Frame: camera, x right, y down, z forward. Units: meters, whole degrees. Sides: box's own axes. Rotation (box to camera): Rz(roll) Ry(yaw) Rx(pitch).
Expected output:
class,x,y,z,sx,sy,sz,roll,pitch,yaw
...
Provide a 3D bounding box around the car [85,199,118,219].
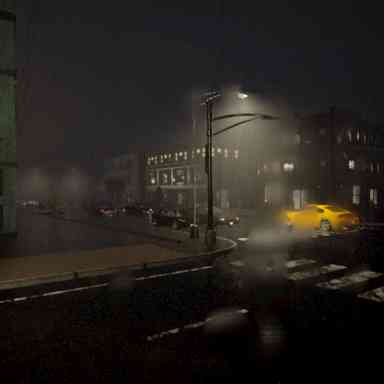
class,x,y,z,sx,sy,sz,roll,pitch,yaw
car,-9.215,1.846,34.589,1.967,1.590,4.097,-1,0,-36

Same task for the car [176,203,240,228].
class,x,y,z,sx,sy,sz,roll,pitch,yaw
car,1.112,1.765,24.612,2.033,1.411,5.357,-1,0,-36

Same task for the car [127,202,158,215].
class,x,y,z,sx,sy,sz,roll,pitch,yaw
car,-6.069,1.941,40.159,1.994,1.385,4.181,-1,0,-36

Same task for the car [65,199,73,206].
class,x,y,z,sx,sy,sz,roll,pitch,yaw
car,-28.145,2.363,75.489,1.947,1.339,4.313,-1,0,-36

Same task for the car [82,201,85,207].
class,x,y,z,sx,sy,sz,roll,pitch,yaw
car,-12.259,2.079,43.349,1.895,1.301,4.718,-1,0,-35

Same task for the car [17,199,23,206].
class,x,y,z,sx,sy,sz,roll,pitch,yaw
car,-38.183,2.379,75.116,1.967,1.590,4.097,-1,0,-36

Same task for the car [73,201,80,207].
class,x,y,z,sx,sy,sz,roll,pitch,yaw
car,-21.708,2.226,66.482,1.887,1.381,4.507,-1,0,-36

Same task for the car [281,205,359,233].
class,x,y,z,sx,sy,sz,roll,pitch,yaw
car,7.691,1.564,20.594,1.882,1.535,5.008,0,-1,-29

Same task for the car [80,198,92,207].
class,x,y,z,sx,sy,sz,roll,pitch,yaw
car,-18.495,1.939,61.979,2.192,1.841,5.009,-1,0,-36

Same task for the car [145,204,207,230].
class,x,y,z,sx,sy,sz,roll,pitch,yaw
car,-1.242,1.814,23.229,1.947,1.339,4.313,-2,0,-36

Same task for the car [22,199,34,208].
class,x,y,z,sx,sy,sz,roll,pitch,yaw
car,-31.744,2.375,66.111,2.008,1.369,4.403,-1,0,-36

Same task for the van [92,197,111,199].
class,x,y,z,sx,sy,sz,roll,pitch,yaw
van,-15.275,1.906,57.476,1.690,1.788,3.998,-1,0,-36

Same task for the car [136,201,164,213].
class,x,y,z,sx,sy,sz,roll,pitch,yaw
car,-5.613,1.965,43.967,1.802,1.307,4.206,-2,0,-36

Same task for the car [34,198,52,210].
class,x,y,z,sx,sy,sz,roll,pitch,yaw
car,-25.207,2.232,56.966,1.752,1.417,4.829,-1,0,-36

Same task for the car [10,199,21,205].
class,x,y,z,sx,sy,sz,roll,pitch,yaw
car,-44.618,2.597,84.122,1.887,1.381,4.507,-1,0,-36

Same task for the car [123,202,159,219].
class,x,y,z,sx,sy,sz,roll,pitch,yaw
car,-5.243,1.835,33.505,2.128,1.511,4.902,-1,0,-36

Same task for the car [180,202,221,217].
class,x,y,z,sx,sy,sz,roll,pitch,yaw
car,0.823,1.808,34.961,2.008,1.369,4.403,-2,0,-36

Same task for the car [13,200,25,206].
class,x,y,z,sx,sy,sz,roll,pitch,yaw
car,-41.399,2.547,79.620,2.008,1.369,4.403,-1,0,-36
